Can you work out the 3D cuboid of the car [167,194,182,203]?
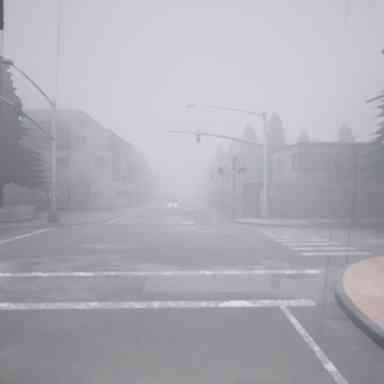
[{"bbox_3d":[-3.443,1.254,60.655,2.128,1.511,4.902,0,0,1],"label":"car"}]

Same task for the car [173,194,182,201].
[{"bbox_3d":[-3.370,1.251,77.125,1.994,1.385,4.181,0,0,0],"label":"car"}]
